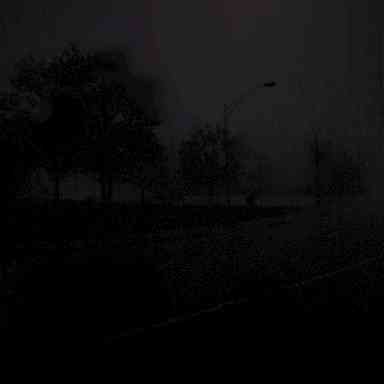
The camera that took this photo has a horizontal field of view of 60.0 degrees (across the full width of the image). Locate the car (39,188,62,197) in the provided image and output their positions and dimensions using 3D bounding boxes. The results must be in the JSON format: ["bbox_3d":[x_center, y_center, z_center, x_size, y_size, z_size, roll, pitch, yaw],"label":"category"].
[{"bbox_3d":[-25.908,0.038,60.744,4.674,1.442,1.812,2,4,28],"label":"car"}]

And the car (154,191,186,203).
[{"bbox_3d":[-3.139,0.647,47.491,4.902,1.511,2.128,1,4,30],"label":"car"}]
